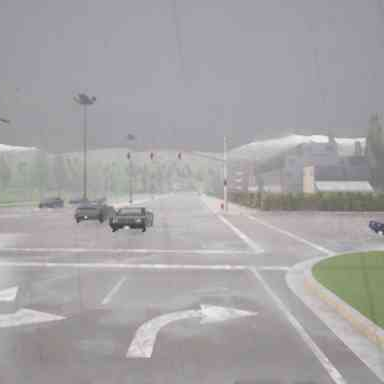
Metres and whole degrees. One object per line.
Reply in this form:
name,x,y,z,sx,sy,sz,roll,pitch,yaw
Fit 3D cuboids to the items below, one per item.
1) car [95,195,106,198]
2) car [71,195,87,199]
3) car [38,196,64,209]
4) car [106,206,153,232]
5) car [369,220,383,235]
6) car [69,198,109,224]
car,-18.459,1.334,66.804,1.812,1.442,4.674,0,0,0
car,-18.550,1.321,54.515,1.882,1.535,5.008,0,0,1
car,-18.569,1.378,44.056,1.837,1.490,4.892,0,0,0
car,-3.397,1.544,19.591,1.895,1.301,4.718,0,0,0
car,10.694,1.558,14.789,4.718,1.301,1.895,0,0,5
car,-6.896,1.422,24.059,2.128,1.511,4.902,0,0,0
